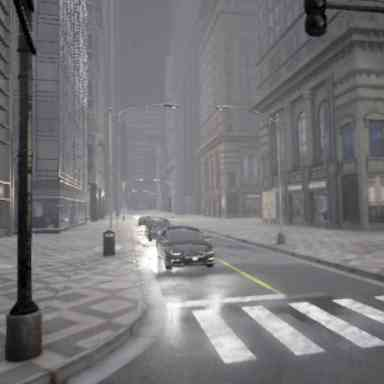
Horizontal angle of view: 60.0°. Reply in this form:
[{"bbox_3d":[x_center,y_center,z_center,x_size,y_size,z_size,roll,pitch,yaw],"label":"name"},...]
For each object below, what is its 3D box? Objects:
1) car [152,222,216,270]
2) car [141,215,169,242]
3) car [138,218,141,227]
[{"bbox_3d":[-0.403,2.212,14.017,1.837,1.490,4.892,-1,-3,-12],"label":"car"},{"bbox_3d":[-2.411,2.749,24.632,2.128,1.511,4.902,-1,-3,-11],"label":"car"},{"bbox_3d":[-5.995,3.771,43.553,1.994,1.385,4.181,-1,-3,-10],"label":"car"}]
